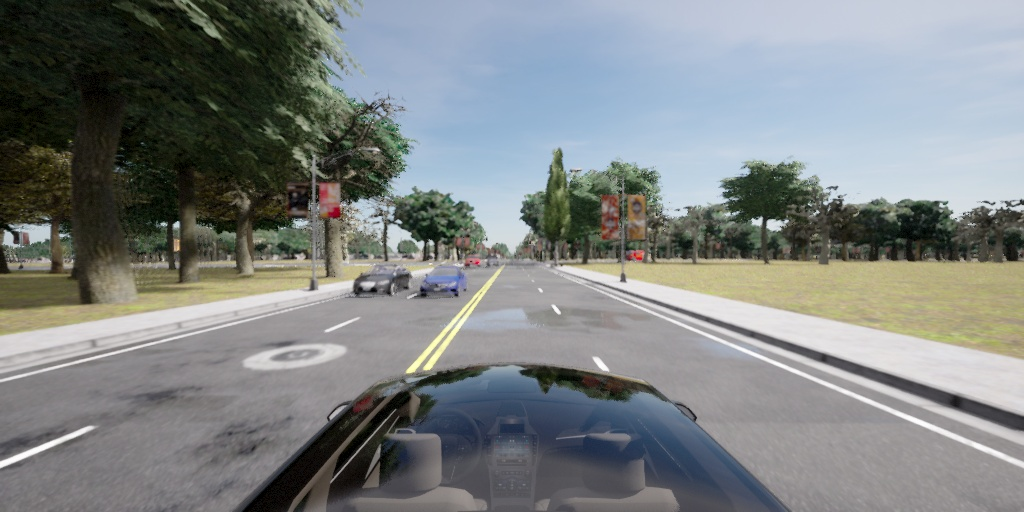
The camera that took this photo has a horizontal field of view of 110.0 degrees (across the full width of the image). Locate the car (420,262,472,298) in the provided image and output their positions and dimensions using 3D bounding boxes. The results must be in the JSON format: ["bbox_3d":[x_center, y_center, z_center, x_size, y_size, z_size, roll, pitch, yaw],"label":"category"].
[{"bbox_3d":[-3.346,1.232,18.341,1.812,1.442,4.674,0,0,0],"label":"car"}]

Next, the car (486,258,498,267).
[{"bbox_3d":[-3.282,1.116,60.229,2.128,1.511,4.902,0,0,1],"label":"car"}]

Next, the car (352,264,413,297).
[{"bbox_3d":[-6.596,1.197,18.773,2.128,1.511,4.902,0,0,0],"label":"car"}]

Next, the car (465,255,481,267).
[{"bbox_3d":[-6.527,0.845,60.172,2.150,2.045,5.566,0,0,1],"label":"car"}]
